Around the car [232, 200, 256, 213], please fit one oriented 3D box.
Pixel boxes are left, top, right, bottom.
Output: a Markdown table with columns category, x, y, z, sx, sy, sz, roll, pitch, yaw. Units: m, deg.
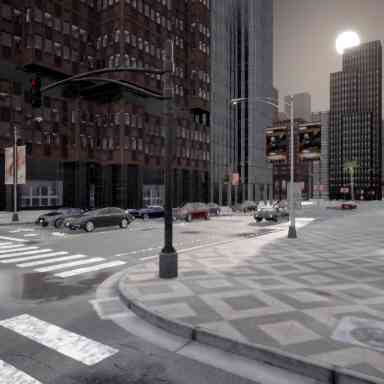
| category | x | y | z | sx | sy | sz | roll | pitch | yaw |
| --- | --- | --- | --- | --- | --- | --- | --- | --- | --- |
| car | 7.455 | 1.995 | 47.010 | 2.097 | 1.767 | 4.553 | 0 | -1 | 37 |

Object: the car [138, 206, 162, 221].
| category | x | y | z | sx | sy | sz | roll | pitch | yaw |
| --- | --- | --- | --- | --- | --- | --- | --- | --- | --- |
| car | -3.879 | 1.957 | 31.037 | 1.895 | 1.301 | 4.718 | 0 | -1 | 35 |

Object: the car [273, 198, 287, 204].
| category | x | y | z | sx | sy | sz | roll | pitch | yaw |
| --- | --- | --- | --- | --- | --- | --- | --- | --- | --- |
| car | 13.724 | 1.956 | 50.147 | 1.837 | 1.490 | 4.892 | 0 | -1 | 35 |

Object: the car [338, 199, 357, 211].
| category | x | y | z | sx | sy | sz | roll | pitch | yaw |
| --- | --- | --- | --- | --- | --- | --- | --- | --- | --- |
| car | 27.679 | 2.450 | 58.466 | 1.882 | 1.535 | 5.008 | 0 | -1 | 35 |

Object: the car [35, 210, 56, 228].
| category | x | y | z | sx | sy | sz | roll | pitch | yaw |
| --- | --- | --- | --- | --- | --- | --- | --- | --- | --- |
| car | -8.928 | 1.794 | 23.882 | 1.994 | 1.385 | 4.181 | 0 | -1 | 35 |

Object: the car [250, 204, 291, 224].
| category | x | y | z | sx | sy | sz | roll | pitch | yaw |
| --- | --- | --- | --- | --- | --- | --- | --- | --- | --- |
| car | 7.313 | 2.047 | 29.630 | 1.895 | 1.301 | 4.718 | 0 | -1 | 35 |

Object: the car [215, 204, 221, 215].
| category | x | y | z | sx | sy | sz | roll | pitch | yaw |
| --- | --- | --- | --- | --- | --- | --- | --- | --- | --- |
| car | 1.539 | 1.998 | 38.692 | 1.837 | 1.490 | 4.892 | 0 | -1 | 35 |

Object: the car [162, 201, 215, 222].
| category | x | y | z | sx | sy | sz | roll | pitch | yaw |
| --- | --- | --- | --- | --- | --- | --- | --- | --- | --- |
| car | -0.210 | 1.738 | 30.585 | 2.097 | 1.767 | 4.553 | 0 | -1 | 35 |

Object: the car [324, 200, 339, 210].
| category | x | y | z | sx | sy | sz | roll | pitch | yaw |
| --- | --- | --- | --- | --- | --- | --- | --- | --- | --- |
| car | 26.787 | 2.616 | 62.836 | 1.895 | 1.301 | 4.718 | 0 | -1 | 35 |

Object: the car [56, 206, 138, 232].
| category | x | y | z | sx | sy | sz | roll | pitch | yaw |
| --- | --- | --- | --- | --- | --- | --- | --- | --- | --- |
| car | -6.158 | 1.742 | 22.172 | 1.837 | 1.490 | 4.892 | 0 | -1 | 35 |
